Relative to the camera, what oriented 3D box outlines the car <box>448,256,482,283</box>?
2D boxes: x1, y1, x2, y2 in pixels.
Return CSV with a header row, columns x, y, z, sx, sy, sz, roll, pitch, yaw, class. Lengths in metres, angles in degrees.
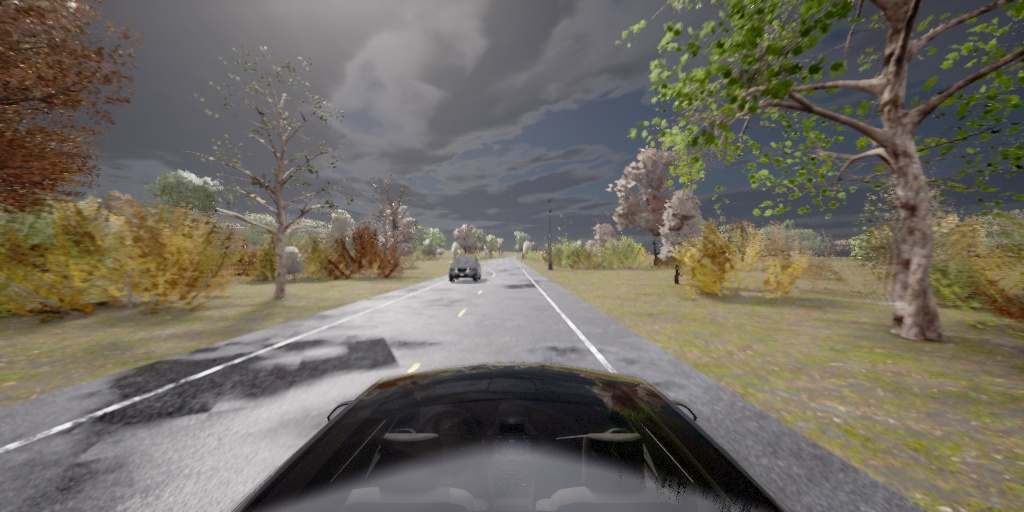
x,y,z,sx,sy,sz,roll,pitch,yaw,class
-3.684,1.015,28.968,2.150,2.045,5.566,0,0,0,car
